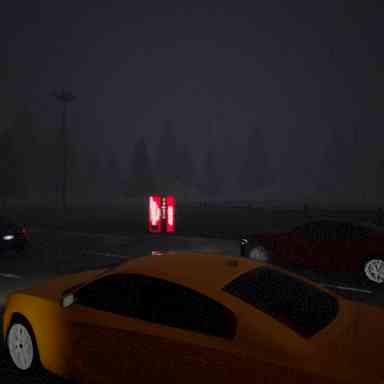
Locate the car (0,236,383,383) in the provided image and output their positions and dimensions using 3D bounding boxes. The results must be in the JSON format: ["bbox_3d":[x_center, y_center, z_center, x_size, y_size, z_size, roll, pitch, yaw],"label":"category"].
[{"bbox_3d":[-0.256,1.478,3.950,5.008,1.535,1.882,0,0,34],"label":"car"}]

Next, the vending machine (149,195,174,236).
[{"bbox_3d":[-1.610,1.195,17.772,0.880,2.100,1.100,0,0,29],"label":"vending machine"}]

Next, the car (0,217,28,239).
[{"bbox_3d":[-8.184,1.564,12.575,4.181,1.385,1.994,0,0,28],"label":"car"}]

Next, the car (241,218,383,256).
[{"bbox_3d":[3.814,1.477,9.575,5.008,1.535,1.882,0,0,34],"label":"car"}]
